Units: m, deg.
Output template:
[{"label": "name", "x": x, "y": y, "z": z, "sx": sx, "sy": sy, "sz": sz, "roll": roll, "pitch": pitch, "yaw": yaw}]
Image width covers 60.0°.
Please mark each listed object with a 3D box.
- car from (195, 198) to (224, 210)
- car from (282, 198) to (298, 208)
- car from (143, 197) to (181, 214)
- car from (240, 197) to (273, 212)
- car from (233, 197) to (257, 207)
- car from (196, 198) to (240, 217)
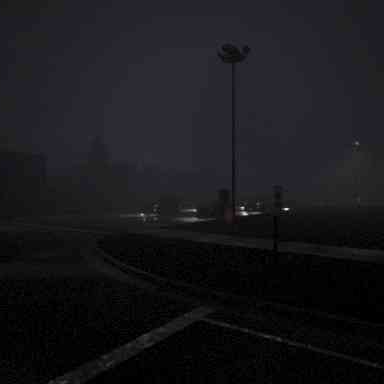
[{"label": "car", "x": 2.383, "y": 1.564, "z": 43.892, "sx": 1.994, "sy": 1.385, "sz": 4.181, "roll": 0, "pitch": 0, "yaw": 35}, {"label": "car", "x": 13.675, "y": 1.564, "z": 47.817, "sx": 1.994, "sy": 1.385, "sz": 4.181, "roll": 0, "pitch": 0, "yaw": 35}, {"label": "car", "x": -3.230, "y": 1.352, "z": 35.858, "sx": 2.097, "sy": 1.767, "sz": 4.553, "roll": 0, "pitch": 0, "yaw": 35}, {"label": "car", "x": 7.945, "y": 1.352, "z": 39.634, "sx": 2.097, "sy": 1.767, "sz": 4.553, "roll": 0, "pitch": 0, "yaw": 35}, {"label": "car", "x": 8.381, "y": 1.505, "z": 52.436, "sx": 1.837, "sy": 1.490, "sz": 4.892, "roll": 0, "pitch": 0, "yaw": 35}, {"label": "car", "x": 2.317, "y": 1.478, "z": 31.581, "sx": 1.882, "sy": 1.535, "sz": 5.008, "roll": 0, "pitch": 0, "yaw": 35}]
